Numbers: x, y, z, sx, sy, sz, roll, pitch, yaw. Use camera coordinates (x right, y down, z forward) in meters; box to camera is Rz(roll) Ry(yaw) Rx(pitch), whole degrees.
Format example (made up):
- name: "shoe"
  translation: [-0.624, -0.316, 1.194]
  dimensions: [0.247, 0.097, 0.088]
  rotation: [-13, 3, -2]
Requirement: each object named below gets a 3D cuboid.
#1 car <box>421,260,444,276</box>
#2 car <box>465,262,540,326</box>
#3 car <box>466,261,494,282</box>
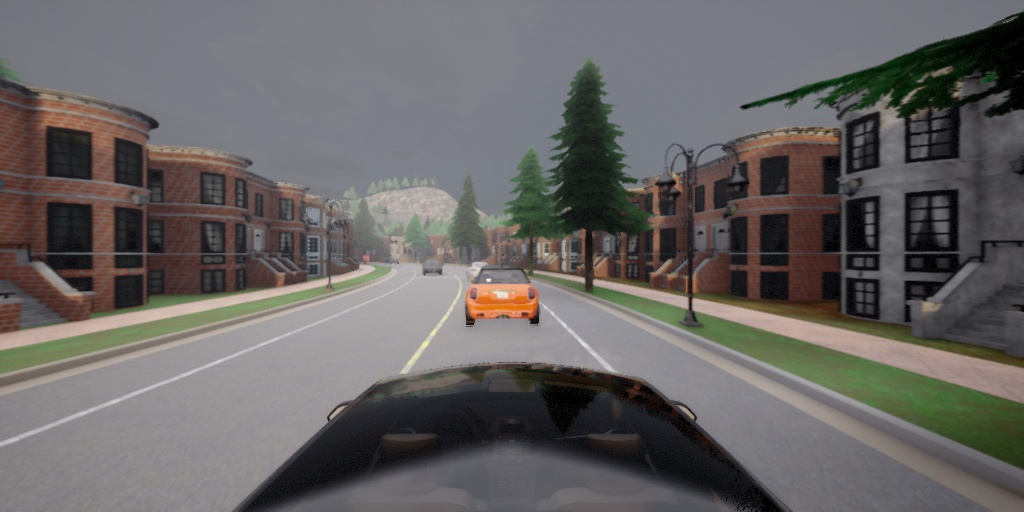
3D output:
- name: "car"
  translation: [-7.786, 1.153, 35.097]
  dimensions: [1.837, 1.490, 4.892]
  rotation: [0, 0, -14]
- name: "car"
  translation: [-0.376, 1.070, 11.762]
  dimensions: [2.097, 1.767, 4.553]
  rotation: [0, 0, -3]
- name: "car"
  translation: [-2.684, 1.189, 29.115]
  dimensions: [1.812, 1.442, 4.674]
  rotation: [0, 0, -11]
